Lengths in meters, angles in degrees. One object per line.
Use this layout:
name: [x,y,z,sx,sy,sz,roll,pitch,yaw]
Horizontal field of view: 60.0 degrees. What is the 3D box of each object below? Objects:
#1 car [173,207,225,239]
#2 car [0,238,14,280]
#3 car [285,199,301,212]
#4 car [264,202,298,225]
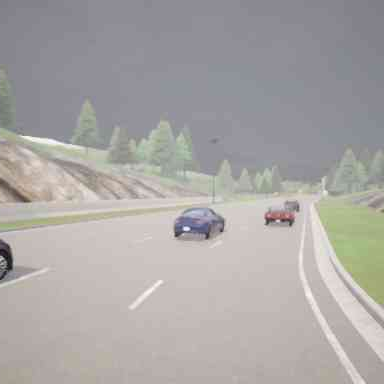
car: [0.456,1.531,17.456,1.812,1.442,4.674,1,0,18]
car: [-5.945,1.290,6.904,2.097,1.767,4.553,1,0,9]
car: [12.498,1.622,41.754,2.128,1.511,4.902,1,0,19]
car: [6.568,1.670,24.658,1.895,1.301,4.718,1,0,19]
